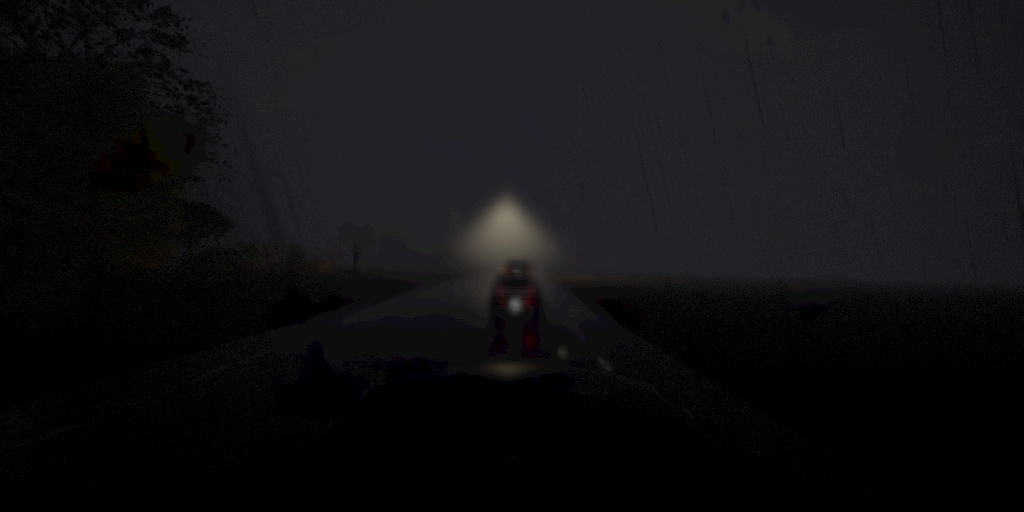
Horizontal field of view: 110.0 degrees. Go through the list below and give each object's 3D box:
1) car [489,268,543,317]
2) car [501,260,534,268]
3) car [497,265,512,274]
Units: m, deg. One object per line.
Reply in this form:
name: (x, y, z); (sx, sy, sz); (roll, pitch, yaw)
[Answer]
car: (0.184, 1.407, 14.087); (2.128, 1.511, 4.902); (0, -1, 2)
car: (0.546, 1.341, 27.980); (2.150, 2.045, 5.566); (0, -1, 3)
car: (-1.224, 2.262, 60.352); (1.895, 1.301, 4.718); (0, -1, 5)
